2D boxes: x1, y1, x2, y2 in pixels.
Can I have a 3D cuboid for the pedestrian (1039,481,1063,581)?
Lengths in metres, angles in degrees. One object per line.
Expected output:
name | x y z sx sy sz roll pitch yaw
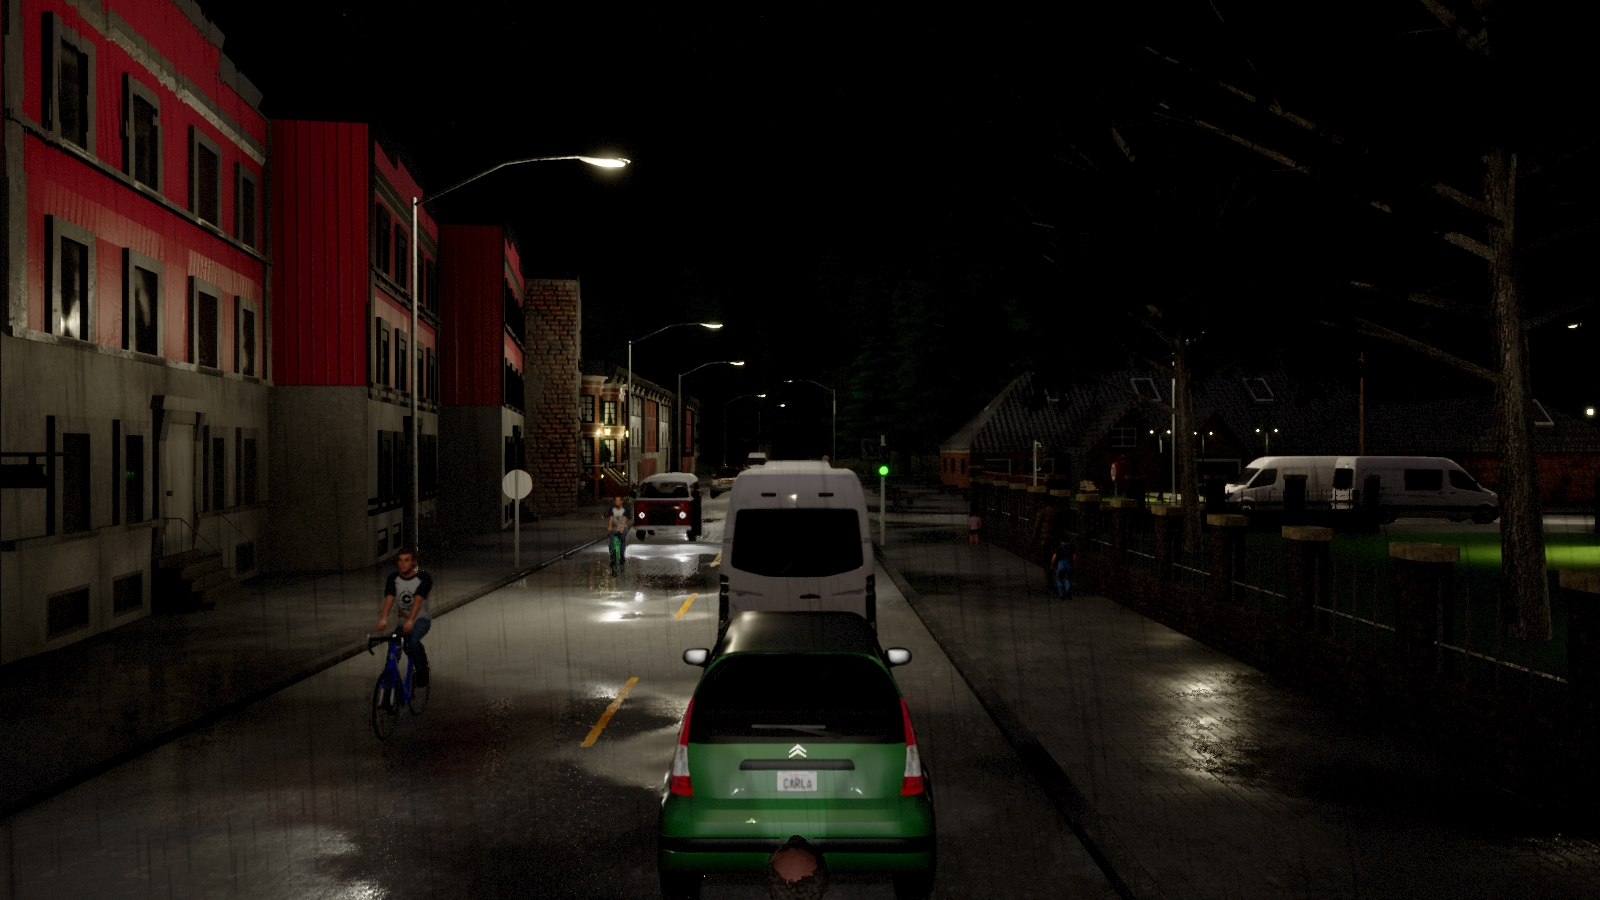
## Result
pedestrian | 4.751 1.525 21.633 0.375 1.860 0.375 0 0 0

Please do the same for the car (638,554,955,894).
car | -0.023 1.780 8.658 1.851 1.617 3.988 0 0 0

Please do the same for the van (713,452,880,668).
van | -0.052 1.315 16.617 1.988 2.561 5.915 0 0 0

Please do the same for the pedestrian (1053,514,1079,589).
pedestrian | 4.759 1.805 20.437 0.375 1.300 0.375 0 0 0

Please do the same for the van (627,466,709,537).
van | -4.086 1.563 35.968 2.069 2.038 4.480 0 0 0

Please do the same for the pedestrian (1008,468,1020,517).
pedestrian | 8.233 1.629 43.929 0.375 1.860 0.375 0 0 -2

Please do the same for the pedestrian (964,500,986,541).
pedestrian | 4.743 1.904 30.984 0.500 1.100 0.500 0 0 0

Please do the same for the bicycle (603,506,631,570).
bicycle | -4.060 1.936 25.438 0.373 1.296 1.643 0 0 0

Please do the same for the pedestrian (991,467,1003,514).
pedestrian | 7.881 1.629 45.672 0.375 1.860 0.375 0 0 -5
